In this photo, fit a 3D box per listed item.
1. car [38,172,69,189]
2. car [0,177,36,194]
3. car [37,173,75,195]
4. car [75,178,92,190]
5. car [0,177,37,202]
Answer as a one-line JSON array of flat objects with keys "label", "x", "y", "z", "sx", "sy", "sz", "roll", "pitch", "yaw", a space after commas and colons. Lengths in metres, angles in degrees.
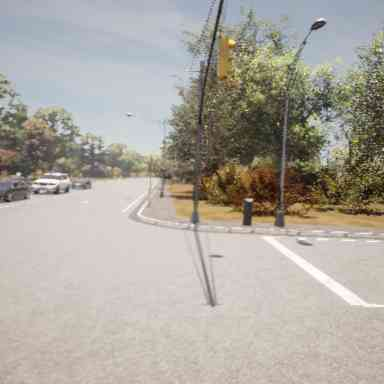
[{"label": "car", "x": -18.306, "y": -1.543, "z": 44.218, "sx": 2.150, "sy": 2.045, "sz": 5.566, "roll": 2, "pitch": 3, "yaw": -4}, {"label": "car", "x": -17.472, "y": -0.736, "z": 33.122, "sx": 1.837, "sy": 1.490, "sz": 4.892, "roll": 2, "pitch": 2, "yaw": -5}, {"label": "car", "x": -13.983, "y": -0.884, "z": 33.565, "sx": 2.150, "sy": 2.045, "sz": 5.566, "roll": 2, "pitch": 2, "yaw": -4}, {"label": "car", "x": -14.895, "y": -1.161, "z": 45.236, "sx": 2.128, "sy": 1.511, "sz": 4.902, "roll": 2, "pitch": 2, "yaw": -4}, {"label": "car", "x": -13.218, "y": -0.141, "z": 23.780, "sx": 1.837, "sy": 1.490, "sz": 4.892, "roll": 2, "pitch": 2, "yaw": -5}]
